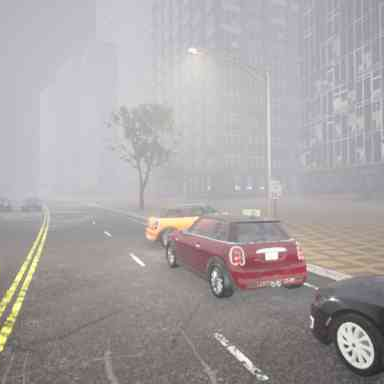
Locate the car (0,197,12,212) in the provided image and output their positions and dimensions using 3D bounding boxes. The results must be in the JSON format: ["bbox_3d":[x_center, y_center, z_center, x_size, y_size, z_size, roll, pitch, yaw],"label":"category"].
[{"bbox_3d":[-21.900,1.379,38.040,2.097,1.767,4.553,0,0,-24],"label":"car"}]

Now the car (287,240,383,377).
[{"bbox_3d":[3.605,1.504,3.415,1.837,1.490,4.892,0,0,-36],"label":"car"}]

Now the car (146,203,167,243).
[{"bbox_3d":[0.319,1.273,14.518,4.553,1.767,2.097,-3,1,-18],"label":"car"}]

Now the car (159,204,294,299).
[{"bbox_3d":[0.856,1.353,8.878,2.097,1.767,4.553,0,0,-22],"label":"car"}]

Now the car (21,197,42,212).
[{"bbox_3d":[-18.935,1.382,39.370,2.097,1.767,4.553,0,0,-24],"label":"car"}]
